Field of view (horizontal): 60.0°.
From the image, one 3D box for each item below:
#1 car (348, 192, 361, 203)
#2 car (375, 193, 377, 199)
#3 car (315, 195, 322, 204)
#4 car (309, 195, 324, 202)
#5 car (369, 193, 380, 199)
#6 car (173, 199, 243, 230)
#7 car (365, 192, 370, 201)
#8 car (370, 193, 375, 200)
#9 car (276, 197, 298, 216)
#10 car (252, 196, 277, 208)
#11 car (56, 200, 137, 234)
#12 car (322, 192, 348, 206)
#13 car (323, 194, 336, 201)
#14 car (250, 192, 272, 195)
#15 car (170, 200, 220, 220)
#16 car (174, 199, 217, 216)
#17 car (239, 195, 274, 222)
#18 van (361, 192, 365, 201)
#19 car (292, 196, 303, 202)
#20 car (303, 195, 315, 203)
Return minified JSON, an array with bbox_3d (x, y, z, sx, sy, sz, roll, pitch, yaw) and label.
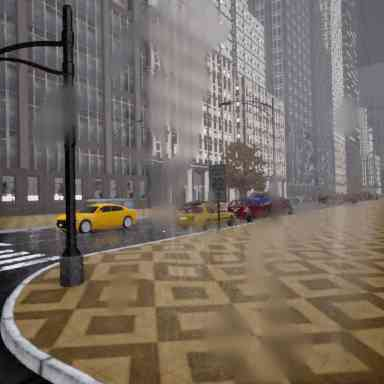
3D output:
[{"bbox_3d":[26.282,1.027,55.532,1.967,1.590,4.097,-2,-1,35],"label":"car"},{"bbox_3d":[39.134,1.061,73.804,1.947,1.339,4.313,-2,-1,35],"label":"car"},{"bbox_3d":[21.679,1.155,53.265,1.882,1.535,5.008,-2,-1,35],"label":"car"},{"bbox_3d":[26.044,1.315,69.278,1.887,1.381,4.507,-2,-1,35],"label":"car"},{"bbox_3d":[45.506,1.005,82.977,2.008,1.369,4.403,-2,-1,35],"label":"car"},{"bbox_3d":[0.874,1.319,18.992,1.752,1.417,4.829,-2,-1,35],"label":"car"},{"bbox_3d":[32.699,0.981,64.674,1.967,1.590,4.097,-2,-1,35],"label":"car"},{"bbox_3d":[35.905,0.833,69.247,2.192,1.841,5.009,-2,-1,35],"label":"car"},{"bbox_3d":[7.151,1.320,28.025,1.802,1.307,4.206,-2,-1,35],"label":"car"},{"bbox_3d":[10.082,1.329,46.309,1.967,1.590,4.097,-2,-1,35],"label":"car"},{"bbox_3d":[-5.438,1.442,19.404,1.882,1.535,5.008,-2,-1,35],"label":"car"},{"bbox_3d":[20.002,1.160,46.503,1.752,1.417,4.829,-2,-1,35],"label":"car"},{"bbox_3d":[32.428,1.272,78.465,1.887,1.381,4.507,-2,-1,35],"label":"car"},{"bbox_3d":[7.653,1.070,38.234,2.150,2.045,5.566,-2,0,35],"label":"car"},{"bbox_3d":[0.373,1.438,27.765,1.812,1.442,4.674,-2,-1,35],"label":"car"},{"bbox_3d":[0.411,1.493,32.386,1.752,1.417,4.829,-2,-1,35],"label":"car"},{"bbox_3d":[3.962,1.206,23.440,1.967,1.590,4.097,-2,-1,35],"label":"car"},{"bbox_3d":[29.494,0.905,60.100,1.690,1.788,3.998,-2,-1,35],"label":"van"},{"bbox_3d":[16.468,1.390,55.496,2.008,1.369,4.403,-2,-1,35],"label":"car"},{"bbox_3d":[22.849,1.233,64.685,1.967,1.590,4.097,-2,-1,35],"label":"car"}]
